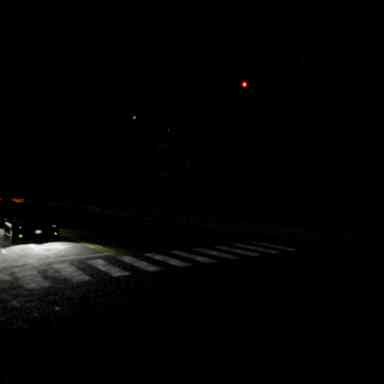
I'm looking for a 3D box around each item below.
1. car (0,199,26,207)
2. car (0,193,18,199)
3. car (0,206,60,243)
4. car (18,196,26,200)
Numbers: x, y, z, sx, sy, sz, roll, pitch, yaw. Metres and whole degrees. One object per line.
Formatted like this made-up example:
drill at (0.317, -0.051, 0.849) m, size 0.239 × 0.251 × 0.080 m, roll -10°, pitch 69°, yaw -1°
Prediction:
car at (-13.206, 1.474, 23.580) m, size 1.882 × 1.535 × 5.008 m, roll 0°, pitch 0°, yaw -36°
car at (-28.154, 1.214, 50.021) m, size 2.150 × 2.045 × 5.566 m, roll 0°, pitch 0°, yaw -36°
car at (-7.920, 1.568, 16.310) m, size 1.994 × 1.385 × 4.181 m, roll 0°, pitch 0°, yaw -35°
car at (-31.292, 1.480, 59.881) m, size 1.882 × 1.535 × 5.008 m, roll 0°, pitch 0°, yaw -36°
